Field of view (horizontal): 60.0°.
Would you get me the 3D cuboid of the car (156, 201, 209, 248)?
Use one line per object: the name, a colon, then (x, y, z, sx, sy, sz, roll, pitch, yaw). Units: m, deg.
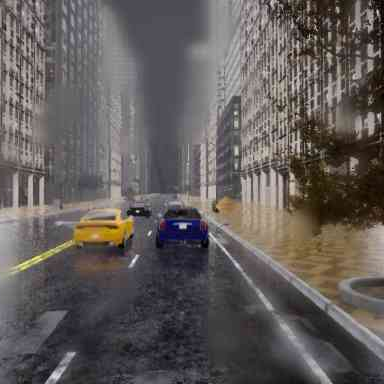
car: (-0.486, 1.375, 14.959, 2.097, 1.767, 4.553, 0, 0, -4)

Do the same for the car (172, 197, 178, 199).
car: (-1.430, 1.506, 29.961, 1.882, 1.535, 5.008, 0, 0, -4)

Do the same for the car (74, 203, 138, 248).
car: (-3.732, 1.491, 14.784, 1.882, 1.535, 5.008, 0, 0, -4)

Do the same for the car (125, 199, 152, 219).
car: (-4.674, 1.590, 29.757, 1.994, 1.385, 4.181, 0, 0, -4)

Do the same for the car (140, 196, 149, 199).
car: (-10.872, 1.574, 76.534, 2.128, 1.511, 4.902, 0, 0, -4)

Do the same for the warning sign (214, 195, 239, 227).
warning sign: (2.040, 1.129, 19.952, 1.300, 1.860, 1.060, -1, -1, -4)

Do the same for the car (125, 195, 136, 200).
car: (-14.118, 1.400, 76.360, 2.097, 1.767, 4.553, 0, 0, -4)
